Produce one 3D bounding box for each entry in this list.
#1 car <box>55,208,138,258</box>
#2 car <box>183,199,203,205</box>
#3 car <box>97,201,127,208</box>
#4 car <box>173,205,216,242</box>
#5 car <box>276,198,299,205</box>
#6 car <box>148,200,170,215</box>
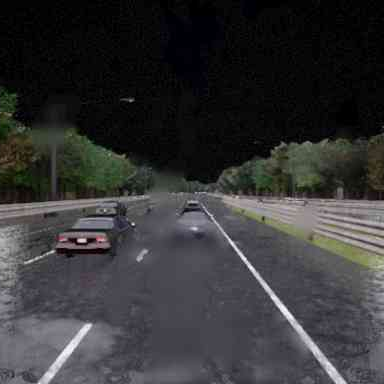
[{"bbox_3d":[-3.393,1.551,12.808,2.033,1.411,5.357,0,0,0],"label":"car"},{"bbox_3d":[0.109,1.523,34.205,1.837,1.490,4.892,0,0,0],"label":"car"},{"bbox_3d":[-6.898,1.524,28.883,2.033,1.411,5.357,0,0,0],"label":"car"},{"bbox_3d":[0.103,1.569,16.543,1.994,1.385,4.181,0,0,0],"label":"car"},{"bbox_3d":[13.909,1.612,49.312,1.882,1.535,5.008,0,0,-15],"label":"car"},{"bbox_3d":[-3.395,1.510,34.071,2.128,1.511,4.902,0,0,0],"label":"car"}]
